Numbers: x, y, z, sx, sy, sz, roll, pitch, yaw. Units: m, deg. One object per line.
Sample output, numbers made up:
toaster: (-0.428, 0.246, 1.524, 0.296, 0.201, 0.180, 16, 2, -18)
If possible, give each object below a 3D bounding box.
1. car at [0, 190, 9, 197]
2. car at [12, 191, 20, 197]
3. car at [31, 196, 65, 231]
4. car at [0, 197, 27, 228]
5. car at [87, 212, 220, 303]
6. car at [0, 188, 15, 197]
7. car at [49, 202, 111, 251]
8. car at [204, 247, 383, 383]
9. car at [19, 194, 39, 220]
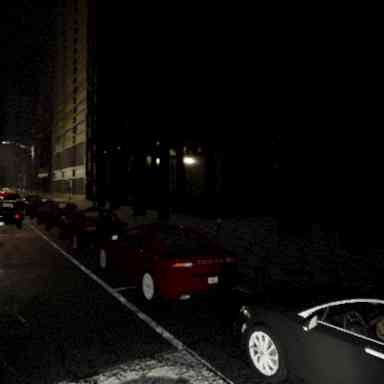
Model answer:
car: (-17.244, 0.765, 28.526, 2.033, 1.411, 5.357, 1, 1, -32)
car: (-13.009, 0.896, 26.801, 1.947, 1.339, 4.313, 1, 1, -33)
car: (-6.914, 1.143, 17.348, 1.887, 1.381, 4.507, 1, 1, -33)
car: (-10.094, 1.134, 17.452, 1.895, 1.301, 4.718, 1, 1, -32)
car: (-0.821, 1.408, 7.895, 1.887, 1.381, 4.507, 1, 1, -33)
car: (-22.147, 0.467, 40.979, 1.887, 1.381, 4.507, 1, 1, -33)
car: (-3.867, 1.276, 12.621, 1.887, 1.381, 4.507, 1, 1, -33)
car: (2.226, 1.545, 3.169, 2.008, 1.369, 4.403, 1, 1, -33)
car: (-9.961, 1.010, 22.074, 1.887, 1.381, 4.507, 1, 1, -33)
